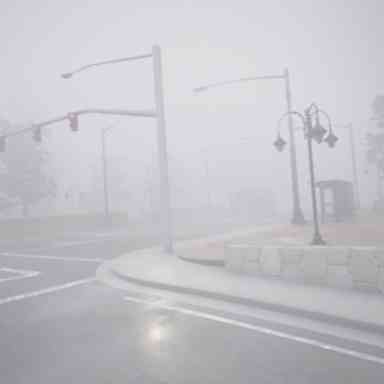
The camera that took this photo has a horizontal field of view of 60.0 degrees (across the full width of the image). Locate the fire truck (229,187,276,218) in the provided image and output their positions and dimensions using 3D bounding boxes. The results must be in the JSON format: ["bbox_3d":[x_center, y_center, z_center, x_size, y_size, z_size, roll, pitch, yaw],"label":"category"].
[{"bbox_3d":[8.225,1.370,44.550,2.891,3.827,8.468,-6,-3,36],"label":"fire truck"}]
